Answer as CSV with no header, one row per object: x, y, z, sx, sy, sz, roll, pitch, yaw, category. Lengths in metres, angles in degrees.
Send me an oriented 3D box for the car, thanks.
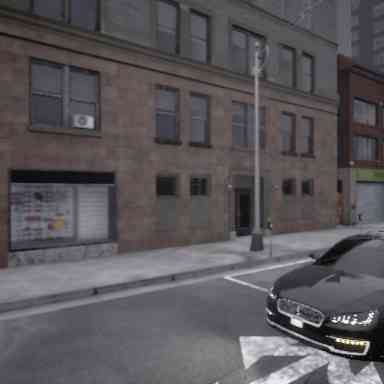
3.426,1.503,5.813,4.892,1.490,1.837,0,0,-34,car
